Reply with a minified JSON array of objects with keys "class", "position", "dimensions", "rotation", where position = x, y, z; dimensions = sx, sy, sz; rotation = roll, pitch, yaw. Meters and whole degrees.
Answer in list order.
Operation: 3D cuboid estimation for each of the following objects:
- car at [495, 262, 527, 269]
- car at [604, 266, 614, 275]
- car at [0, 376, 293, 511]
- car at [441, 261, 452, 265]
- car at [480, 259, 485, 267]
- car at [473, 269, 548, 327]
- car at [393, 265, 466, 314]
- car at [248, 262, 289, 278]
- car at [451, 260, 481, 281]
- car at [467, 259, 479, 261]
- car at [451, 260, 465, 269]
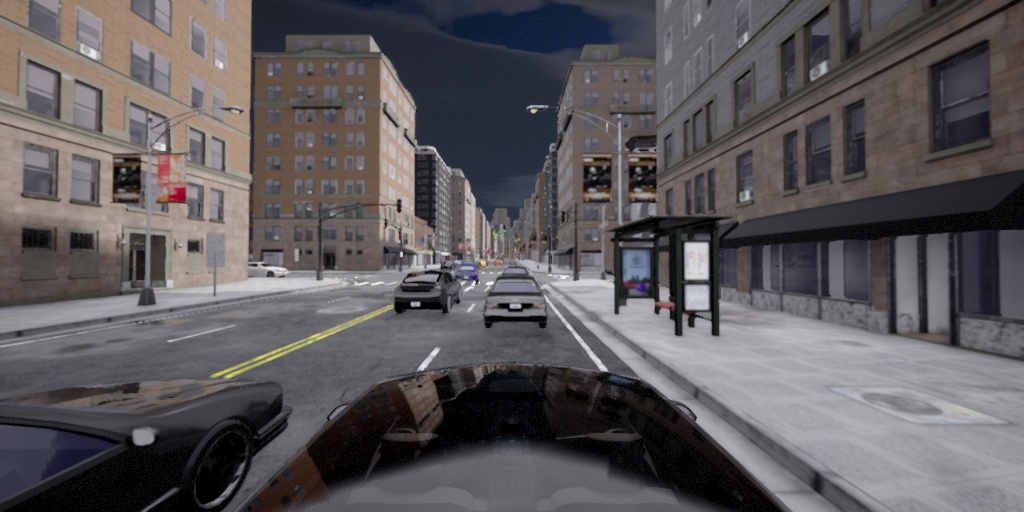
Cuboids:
[{"class":"car","position":[0.311,1.370,23.349],"dimensions":[2.033,1.411,5.357],"rotation":[2,1,4]},{"class":"car","position":[13.185,1.529,42.085],"dimensions":[4.892,1.490,1.837],"rotation":[0,-1,0]},{"class":"car","position":[-3.148,1.296,1.150],"dimensions":[2.033,1.411,5.357],"rotation":[0,0,0]},{"class":"car","position":[-9.727,1.466,55.099],"dimensions":[1.837,1.490,4.892],"rotation":[0,0,3]},{"class":"car","position":[-6.469,1.479,62.544],"dimensions":[2.128,1.511,4.902],"rotation":[0,0,1]},{"class":"car","position":[0.109,1.337,11.694],"dimensions":[2.033,1.411,5.357],"rotation":[0,0,0]},{"class":"car","position":[-3.131,1.305,14.031],"dimensions":[1.837,1.490,4.892],"rotation":[0,0,0]},{"class":"car","position":[-22.578,1.265,32.065],"dimensions":[4.674,1.442,1.812],"rotation":[0,-1,-1]},{"class":"car","position":[-3.634,1.335,28.010],"dimensions":[1.812,1.442,4.674],"rotation":[1,1,-9]},{"class":"car","position":[-6.515,1.306,53.405],"dimensions":[2.097,1.767,4.553],"rotation":[0,0,0]},{"class":"car","position":[-9.701,1.520,64.492],"dimensions":[1.812,1.442,4.674],"rotation":[0,0,1]}]
